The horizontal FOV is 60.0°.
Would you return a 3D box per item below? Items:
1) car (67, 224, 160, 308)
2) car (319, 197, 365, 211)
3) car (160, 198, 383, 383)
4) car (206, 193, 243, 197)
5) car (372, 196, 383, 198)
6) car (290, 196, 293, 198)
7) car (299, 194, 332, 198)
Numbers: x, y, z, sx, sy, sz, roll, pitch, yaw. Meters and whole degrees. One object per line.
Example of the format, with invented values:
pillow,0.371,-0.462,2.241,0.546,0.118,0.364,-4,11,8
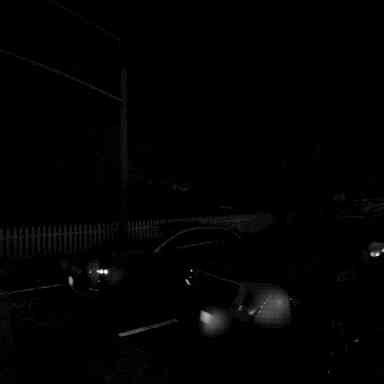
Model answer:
car,-0.392,1.491,8.004,4.902,1.511,2.128,0,0,-35
car,19.106,1.483,42.510,2.128,1.511,4.902,0,0,-37
car,2.450,1.221,5.731,5.566,2.045,2.150,0,0,-35
car,5.363,0.653,54.893,2.150,2.045,5.566,0,4,-37
car,24.322,1.347,41.426,2.097,1.767,4.553,0,0,-37
car,16.465,1.360,51.790,1.882,1.535,5.008,0,1,-37
car,16.349,1.215,40.348,2.150,2.045,5.566,0,0,-37
